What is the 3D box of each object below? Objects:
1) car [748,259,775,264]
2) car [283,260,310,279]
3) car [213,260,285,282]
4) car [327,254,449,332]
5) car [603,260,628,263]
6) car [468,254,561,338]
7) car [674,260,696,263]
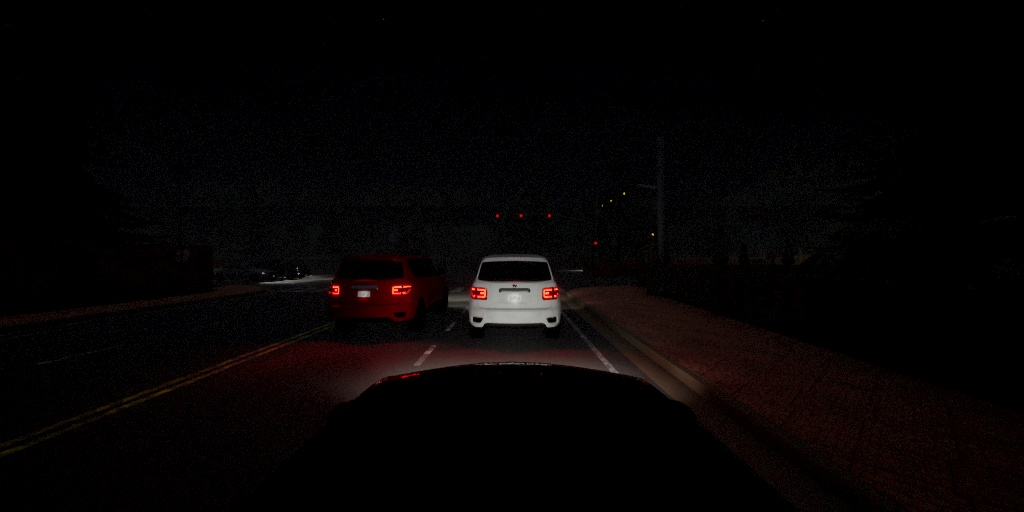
[{"bbox_3d":[33.207,1.221,48.938,4.892,1.490,1.837,-1,0,0],"label":"car"},{"bbox_3d":[-20.362,1.102,31.572,4.553,1.767,2.097,0,0,0],"label":"car"},{"bbox_3d":[-20.770,1.276,27.898,4.674,1.442,1.812,0,0,3],"label":"car"},{"bbox_3d":[-3.419,0.971,10.985,2.150,2.045,5.566,0,0,0],"label":"car"},{"bbox_3d":[13.593,1.255,49.039,4.892,1.490,1.837,0,0,0],"label":"car"},{"bbox_3d":[0.081,0.971,10.303,2.150,2.045,5.566,0,0,1],"label":"car"},{"bbox_3d":[23.361,1.297,48.978,5.357,1.411,2.033,0,0,0],"label":"car"}]
